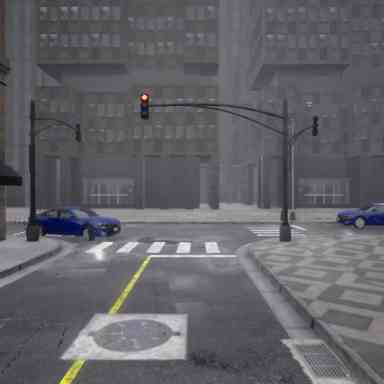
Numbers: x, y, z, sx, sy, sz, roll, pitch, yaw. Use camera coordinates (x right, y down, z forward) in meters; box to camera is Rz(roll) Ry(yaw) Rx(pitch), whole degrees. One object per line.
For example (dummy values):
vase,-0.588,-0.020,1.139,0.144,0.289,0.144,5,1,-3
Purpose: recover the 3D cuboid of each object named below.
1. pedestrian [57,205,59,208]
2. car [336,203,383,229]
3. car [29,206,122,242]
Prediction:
pedestrian,-9.819,1.532,24.377,0.500,1.100,0.500,0,0,1
car,11.810,1.458,21.085,5.008,1.535,1.882,0,0,1
car,-5.816,1.481,16.539,5.008,1.535,1.882,0,-1,24
